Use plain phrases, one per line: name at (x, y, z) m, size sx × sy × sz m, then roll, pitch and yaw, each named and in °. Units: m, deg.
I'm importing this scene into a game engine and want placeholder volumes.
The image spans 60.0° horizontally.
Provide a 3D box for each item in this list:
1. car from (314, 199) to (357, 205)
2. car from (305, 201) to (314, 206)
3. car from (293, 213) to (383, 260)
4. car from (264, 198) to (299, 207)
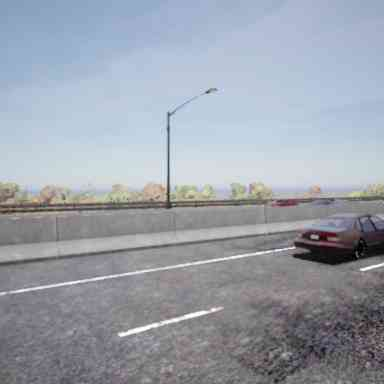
car at (14.186, 1.466, 31.303) m, size 5.357 × 1.411 × 2.033 m, roll 0°, pitch 0°, yaw -35°
car at (13.723, 1.477, 35.264) m, size 4.181 × 1.385 × 1.994 m, roll 0°, pitch 0°, yaw -35°
car at (6.073, 1.515, 12.380) m, size 5.357 × 1.411 × 2.033 m, roll 0°, pitch 0°, yaw -35°
car at (10.001, 1.445, 36.902) m, size 4.674 × 1.442 × 1.812 m, roll 0°, pitch 0°, yaw -36°
